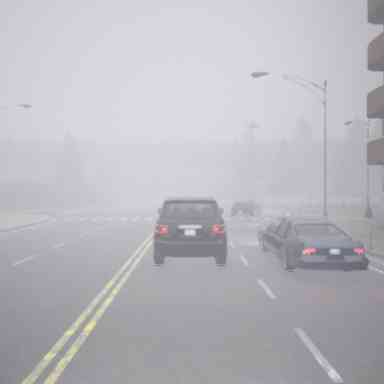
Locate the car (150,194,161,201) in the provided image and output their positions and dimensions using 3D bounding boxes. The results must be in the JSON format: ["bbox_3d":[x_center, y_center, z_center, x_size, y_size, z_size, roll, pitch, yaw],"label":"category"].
[{"bbox_3d":[-7.627,1.059,70.217,1.994,1.385,4.181,0,0,-1],"label":"car"}]

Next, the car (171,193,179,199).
[{"bbox_3d":[-4.422,0.946,86.129,1.994,1.385,4.181,0,0,-3],"label":"car"}]

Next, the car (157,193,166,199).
[{"bbox_3d":[-7.857,0.940,85.298,2.033,1.411,5.357,0,0,-3],"label":"car"}]

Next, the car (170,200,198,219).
[{"bbox_3d":[-0.775,1.402,27.781,1.895,1.301,4.718,0,1,-7],"label":"car"}]

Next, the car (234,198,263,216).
[{"bbox_3d":[4.858,1.295,29.093,1.837,1.490,4.892,-2,0,23],"label":"car"}]

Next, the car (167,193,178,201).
[{"bbox_3d":[-4.132,1.027,70.775,2.128,1.511,4.902,0,0,-1],"label":"car"}]

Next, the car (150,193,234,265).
[{"bbox_3d":[-0.052,1.141,11.510,2.150,2.045,5.566,0,1,0],"label":"car"}]

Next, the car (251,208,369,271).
[{"bbox_3d":[3.452,1.472,10.554,2.033,1.411,5.357,0,0,0],"label":"car"}]
